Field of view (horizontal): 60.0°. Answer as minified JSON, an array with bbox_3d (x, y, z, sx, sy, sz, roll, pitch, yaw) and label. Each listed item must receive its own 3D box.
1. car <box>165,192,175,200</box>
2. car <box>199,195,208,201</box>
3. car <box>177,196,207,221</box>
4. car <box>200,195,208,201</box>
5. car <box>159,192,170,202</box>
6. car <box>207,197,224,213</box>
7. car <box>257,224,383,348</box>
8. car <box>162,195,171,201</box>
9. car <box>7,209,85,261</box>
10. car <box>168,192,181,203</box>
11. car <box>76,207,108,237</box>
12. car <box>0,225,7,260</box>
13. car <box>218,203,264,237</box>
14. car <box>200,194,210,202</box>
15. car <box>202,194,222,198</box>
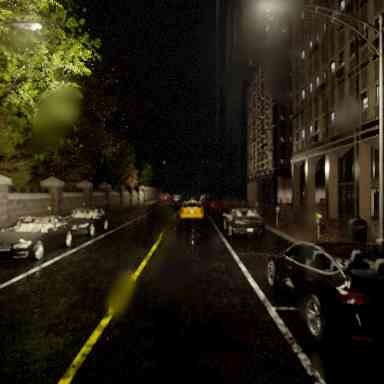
[{"bbox_3d":[-5.696,1.049,85.851,2.192,1.841,5.009,1,0,0],"label":"car"},{"bbox_3d":[2.682,1.326,80.125,1.947,1.339,4.313,1,0,0],"label":"car"},{"bbox_3d":[0.032,1.400,26.453,1.801,1.575,5.366,0,0,1],"label":"car"},{"bbox_3d":[2.684,1.309,74.615,1.752,1.417,4.829,1,0,0],"label":"car"},{"bbox_3d":[-5.694,1.121,68.803,2.192,1.841,5.009,1,0,0],"label":"car"},{"bbox_3d":[2.690,1.506,34.675,1.802,1.307,4.206,0,0,0],"label":"car"},{"bbox_3d":[2.695,1.554,6.270,1.947,1.339,4.313,0,0,0],"label":"car"},{"bbox_3d":[-5.696,1.310,74.316,1.752,1.417,4.829,1,0,0],"label":"car"},{"bbox_3d":[-5.687,1.527,11.976,2.008,1.369,4.403,0,0,0],"label":"car"},{"bbox_3d":[-3.030,1.319,65.624,2.128,1.511,4.902,0,0,1],"label":"car"},{"bbox_3d":[-5.688,1.516,17.659,2.008,1.369,4.403,0,0,0],"label":"car"},{"bbox_3d":[-5.686,1.514,6.122,1.752,1.417,4.829,0,0,0],"label":"car"},{"bbox_3d":[2.692,1.516,17.634,2.008,1.369,4.403,0,0,0],"label":"car"},{"bbox_3d":[2.686,1.247,68.764,1.967,1.590,4.097,1,0,0],"label":"car"},{"bbox_3d":[2.691,1.222,40.358,2.192,1.841,5.009,0,0,0],"label":"car"}]
